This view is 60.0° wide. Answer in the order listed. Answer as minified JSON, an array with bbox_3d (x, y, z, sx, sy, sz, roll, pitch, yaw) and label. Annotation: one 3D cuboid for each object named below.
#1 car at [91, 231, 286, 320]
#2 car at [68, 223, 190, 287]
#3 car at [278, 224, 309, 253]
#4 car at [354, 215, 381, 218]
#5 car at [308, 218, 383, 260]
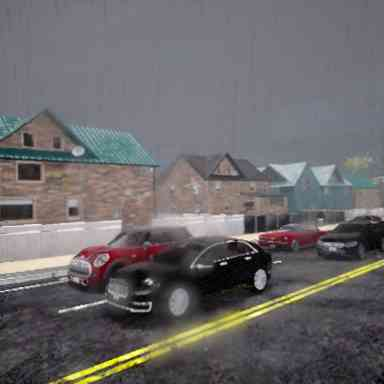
[{"bbox_3d":[0.196,1.959,8.543,4.892,1.490,1.837,1,-4,-43],"label":"car"},{"bbox_3d":[-1.723,1.989,11.209,4.553,1.767,2.097,1,-4,-44],"label":"car"},{"bbox_3d":[5.643,2.423,18.152,4.718,1.301,1.895,1,-4,-43],"label":"car"},{"bbox_3d":[13.197,2.519,25.263,4.892,1.490,1.837,2,-4,-43],"label":"car"},{"bbox_3d":[7.520,2.163,15.453,4.674,1.442,1.812,1,-4,-43],"label":"car"}]
